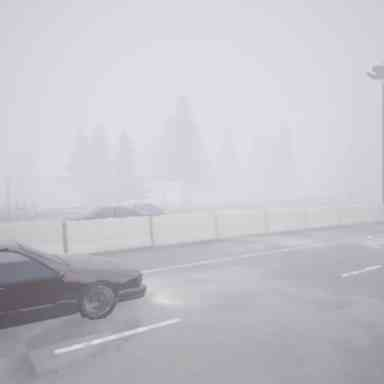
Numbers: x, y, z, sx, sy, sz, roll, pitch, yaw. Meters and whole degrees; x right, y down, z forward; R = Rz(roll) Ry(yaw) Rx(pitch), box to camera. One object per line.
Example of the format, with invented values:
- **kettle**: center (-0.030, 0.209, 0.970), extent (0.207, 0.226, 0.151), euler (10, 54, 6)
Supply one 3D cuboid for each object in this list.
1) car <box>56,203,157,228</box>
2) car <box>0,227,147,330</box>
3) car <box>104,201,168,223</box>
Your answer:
- **car**: center (-4.647, 1.476, 17.812), extent (5.008, 1.535, 1.882), euler (0, 0, -35)
- **car**: center (-3.486, 1.548, 5.559), extent (5.357, 1.411, 2.033), euler (0, 0, -35)
- **car**: center (-4.399, 1.533, 26.525), extent (4.674, 1.442, 1.812), euler (0, 0, -35)
